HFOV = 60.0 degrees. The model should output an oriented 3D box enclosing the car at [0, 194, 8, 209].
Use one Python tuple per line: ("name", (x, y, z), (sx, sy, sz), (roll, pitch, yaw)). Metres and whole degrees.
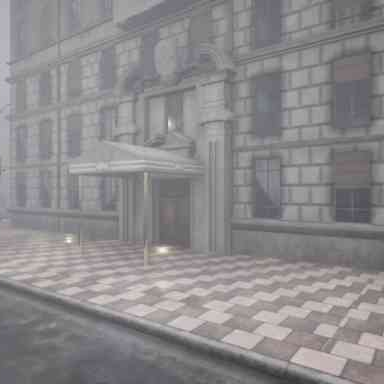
("car", (-26.762, 1.234, 42.715), (2.150, 2.045, 5.566), (0, 0, 35))
